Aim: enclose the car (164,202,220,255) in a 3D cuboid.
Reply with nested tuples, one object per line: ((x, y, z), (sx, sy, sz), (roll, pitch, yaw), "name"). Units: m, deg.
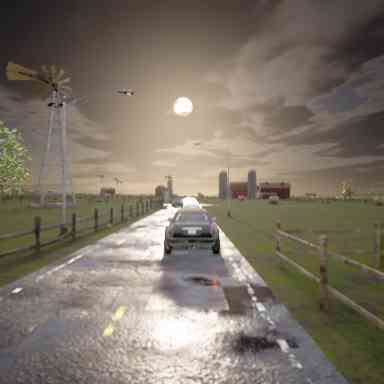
((0.002, 1.484, 14.095), (2.097, 1.767, 4.553), (0, -1, 0), "car")

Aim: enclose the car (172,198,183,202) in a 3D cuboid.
((-2.756, 1.955, 64.684), (2.097, 1.767, 4.553), (0, 0, 0), "car")
